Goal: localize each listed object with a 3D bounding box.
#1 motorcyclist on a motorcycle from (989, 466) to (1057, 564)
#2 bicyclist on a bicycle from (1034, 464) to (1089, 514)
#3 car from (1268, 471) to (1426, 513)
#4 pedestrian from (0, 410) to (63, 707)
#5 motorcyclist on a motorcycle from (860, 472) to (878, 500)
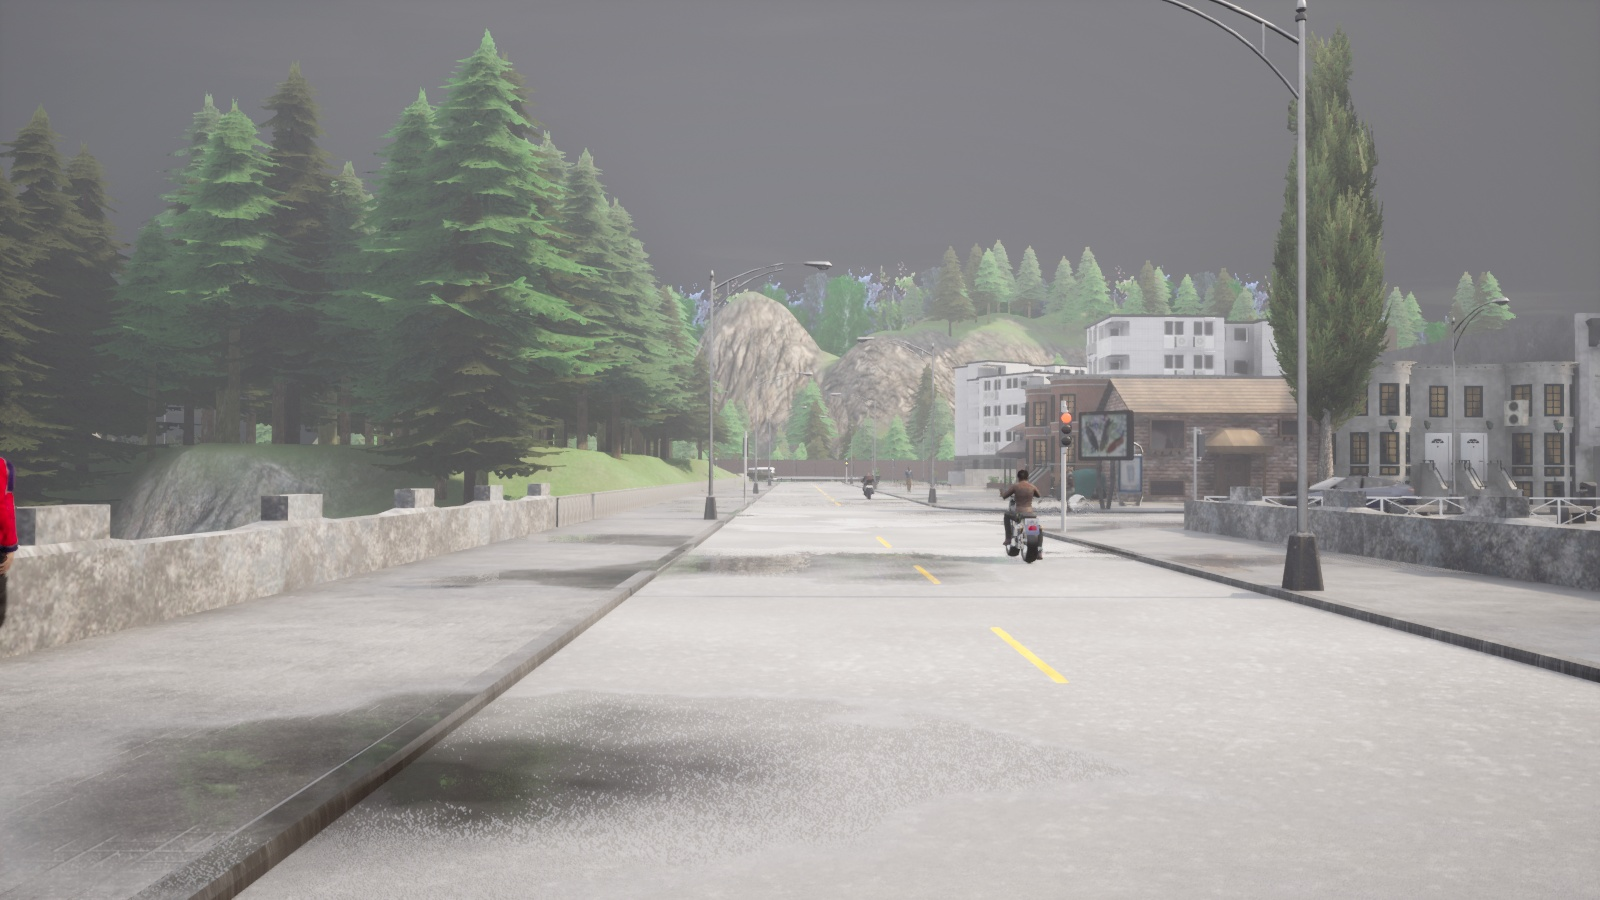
[{"bbox_3d":[3.944,1.124,22.380,0.766,1.649,2.350,0,-1,0],"label":"motorcyclist on a motorcycle"},{"bbox_3d":[9.456,1.407,45.461,1.843,1.776,0.659,0,0,-8],"label":"bicyclist on a bicycle"},{"bbox_3d":[19.862,1.501,45.757,4.792,1.488,2.163,0,-1,0],"label":"car"},{"bbox_3d":[-5.278,0.679,7.971,0.634,1.844,0.899,0,-1,3],"label":"pedestrian"},{"bbox_3d":[3.826,2.009,70.122,0.866,1.530,2.191,0,-1,0],"label":"motorcyclist on a motorcycle"}]
